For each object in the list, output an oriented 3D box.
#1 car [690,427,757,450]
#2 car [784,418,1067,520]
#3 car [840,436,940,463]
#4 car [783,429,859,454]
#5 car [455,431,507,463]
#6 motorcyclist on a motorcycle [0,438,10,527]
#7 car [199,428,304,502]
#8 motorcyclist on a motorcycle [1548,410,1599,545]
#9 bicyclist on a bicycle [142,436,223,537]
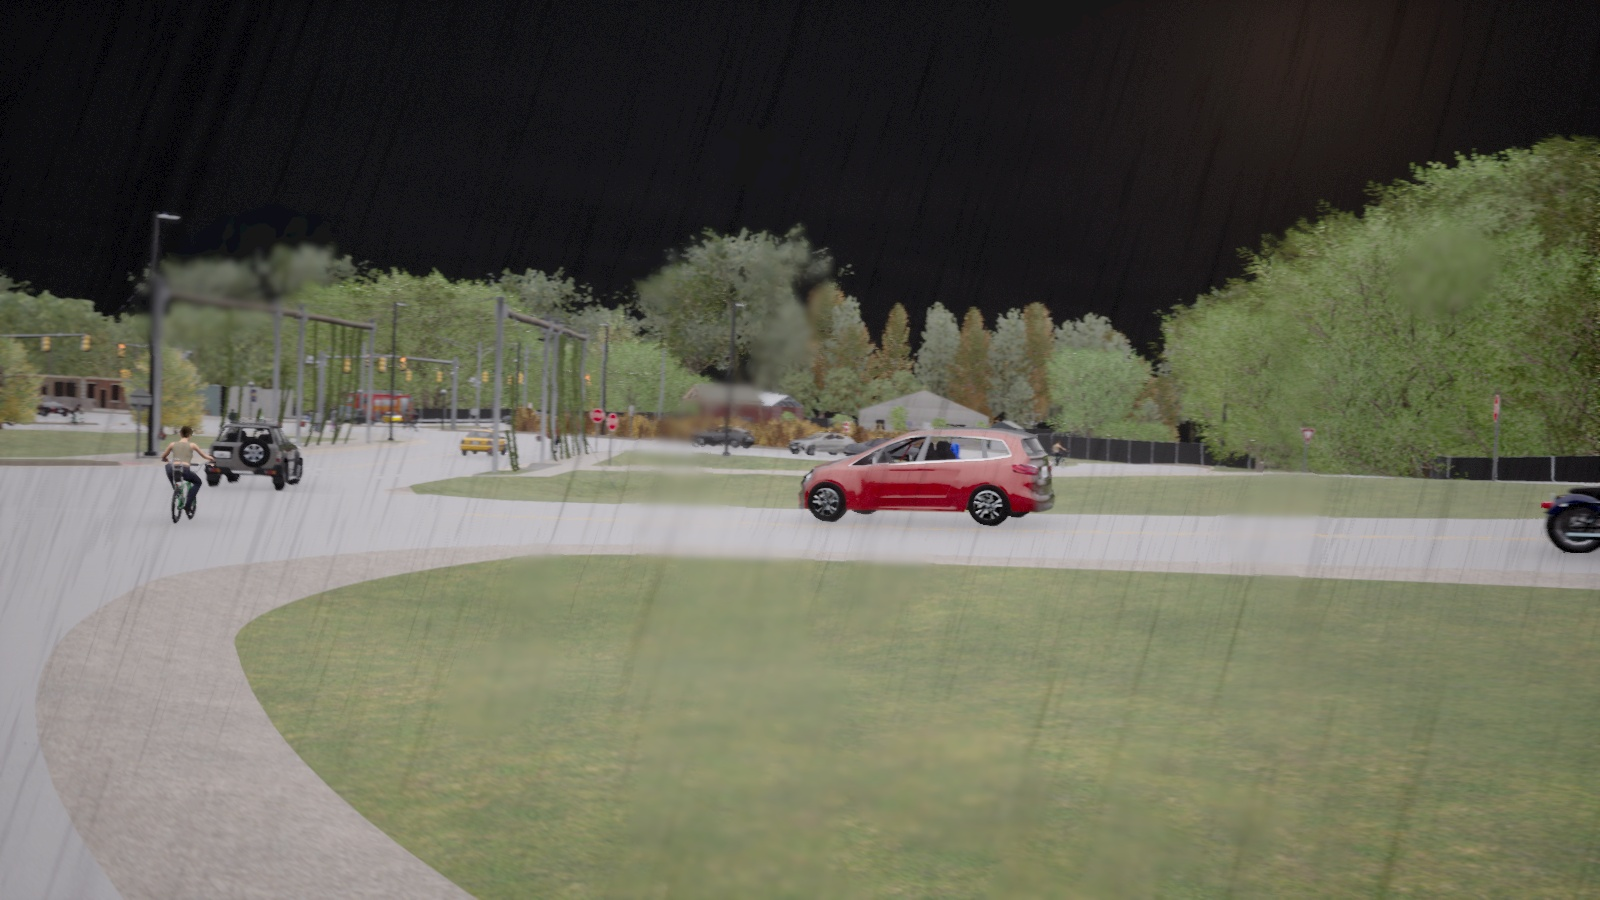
[{"bbox_3d":[-5.666,-0.874,92.886,4.514,1.525,2.007,3,3,27],"label":"car"},{"bbox_3d":[2.295,0.322,22.747,4.611,1.667,2.242,-1,2,23],"label":"car"},{"bbox_3d":[5.216,-0.065,72.646,5.357,1.411,2.033,2,1,25],"label":"car"},{"bbox_3d":[1.473,-0.609,87.818,5.027,1.651,2.152,0,2,-36],"label":"car"},{"bbox_3d":[-17.403,-0.178,68.655,1.801,1.575,5.366,2,1,-4],"label":"car"},{"bbox_3d":[-15.187,0.572,23.039,0.766,1.649,2.350,0,-5,-22],"label":"motorcyclist on a motorcycle"},{"bbox_3d":[-15.075,0.363,34.738,1.932,1.855,4.605,2,0,-15],"label":"car"},{"bbox_3d":[10.638,0.312,15.445,2.350,1.649,0.766,-1,1,23],"label":"motorcyclist on a motorcycle"},{"bbox_3d":[-10.304,0.591,21.022,0.866,1.612,1.509,1,0,-13],"label":"bicyclist on a bicycle"}]
